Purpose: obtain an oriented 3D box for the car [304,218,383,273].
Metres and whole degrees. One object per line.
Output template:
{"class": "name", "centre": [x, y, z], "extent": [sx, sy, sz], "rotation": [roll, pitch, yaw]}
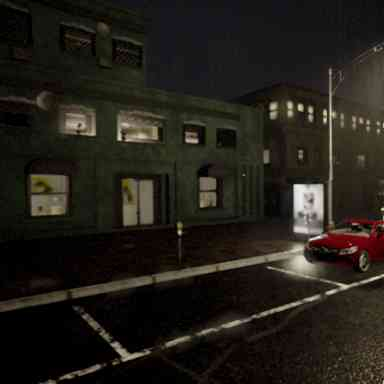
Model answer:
{"class": "car", "centre": [5.253, 1.499, 10.310], "extent": [4.206, 1.307, 1.802], "rotation": [-1, 0, -35]}
